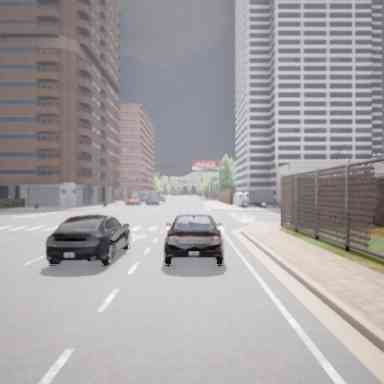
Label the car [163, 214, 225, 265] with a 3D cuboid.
[{"bbox_3d":[0.070,1.525,11.763,2.128,1.511,4.902,0,0,0],"label":"car"}]

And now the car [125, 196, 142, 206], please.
[{"bbox_3d":[-10.527,1.521,59.644,2.097,1.767,4.553,0,0,1],"label":"car"}]

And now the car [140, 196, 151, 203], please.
[{"bbox_3d":[-10.486,1.639,74.918,1.882,1.535,5.008,0,0,0],"label":"car"}]

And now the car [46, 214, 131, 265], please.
[{"bbox_3d":[-3.430,1.538,11.763,1.837,1.490,4.892,0,0,0],"label":"car"}]

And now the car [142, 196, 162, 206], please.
[{"bbox_3d":[-7.029,1.520,59.561,2.097,1.767,4.553,0,0,1],"label":"car"}]

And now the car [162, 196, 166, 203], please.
[{"bbox_3d":[-6.986,1.664,74.885,1.837,1.490,4.892,0,0,0],"label":"car"}]
